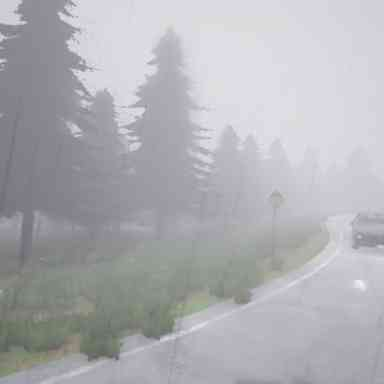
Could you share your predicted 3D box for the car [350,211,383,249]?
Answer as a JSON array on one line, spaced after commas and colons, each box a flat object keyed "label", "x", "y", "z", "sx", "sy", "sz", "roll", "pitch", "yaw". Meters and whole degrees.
[{"label": "car", "x": 7.886, "y": 1.546, "z": 14.256, "sx": 2.033, "sy": 1.411, "sz": 5.357, "roll": 1, "pitch": 1, "yaw": 26}]
